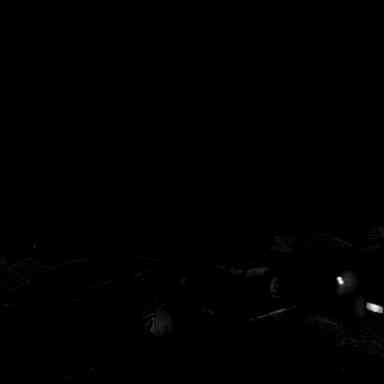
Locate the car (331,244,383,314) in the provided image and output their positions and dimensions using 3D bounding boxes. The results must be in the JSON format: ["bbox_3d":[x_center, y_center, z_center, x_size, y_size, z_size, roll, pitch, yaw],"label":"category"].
[{"bbox_3d":[5.218,1.547,7.100,5.357,1.411,2.033,0,0,-35],"label":"car"}]

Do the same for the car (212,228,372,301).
[{"bbox_3d":[2.430,1.582,8.269,4.206,1.307,1.802,0,0,-35],"label":"car"}]

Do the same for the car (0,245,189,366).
[{"bbox_3d":[-2.050,1.566,5.075,4.313,1.339,1.947,0,0,-35],"label":"car"}]
